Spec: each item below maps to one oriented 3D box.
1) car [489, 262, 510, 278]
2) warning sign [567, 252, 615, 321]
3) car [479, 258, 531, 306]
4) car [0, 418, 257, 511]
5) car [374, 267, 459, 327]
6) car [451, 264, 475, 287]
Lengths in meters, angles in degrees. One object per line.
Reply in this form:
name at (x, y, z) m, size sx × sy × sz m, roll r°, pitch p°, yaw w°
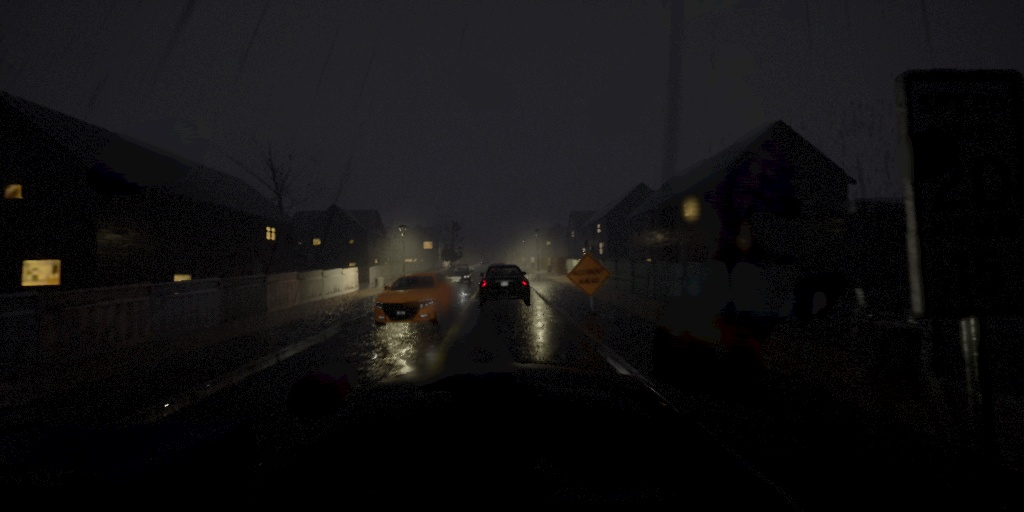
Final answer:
car at (-1.264, 1.363, 37.240) m, size 2.033 × 1.411 × 5.357 m, roll -2°, pitch 0°, yaw -2°
warning sign at (2.294, 0.815, 10.207) m, size 1.300 × 1.860 × 1.060 m, roll 0°, pitch 0°, yaw -2°
car at (-0.379, 1.128, 16.226) m, size 2.097 × 1.767 × 4.553 m, roll -2°, pitch 0°, yaw -2°
car at (-2.894, 1.432, 0.410) m, size 1.895 × 1.301 × 4.718 m, roll -2°, pitch 0°, yaw 2°
car at (-3.181, 1.326, 12.432) m, size 1.882 × 1.535 × 5.008 m, roll -2°, pitch 0°, yaw -2°
car at (-3.704, 1.364, 25.647) m, size 2.128 × 1.511 × 4.902 m, roll -2°, pitch 0°, yaw -2°
